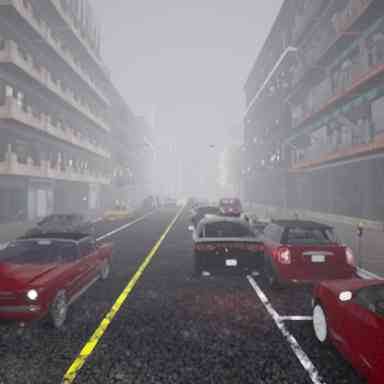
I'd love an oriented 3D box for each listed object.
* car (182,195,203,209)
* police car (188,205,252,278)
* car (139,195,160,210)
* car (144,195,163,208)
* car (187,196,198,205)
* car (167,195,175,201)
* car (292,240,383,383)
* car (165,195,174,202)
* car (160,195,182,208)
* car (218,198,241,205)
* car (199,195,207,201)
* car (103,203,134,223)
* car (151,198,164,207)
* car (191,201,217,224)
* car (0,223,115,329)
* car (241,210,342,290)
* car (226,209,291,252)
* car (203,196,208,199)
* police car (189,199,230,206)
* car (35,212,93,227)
[{"bbox_3d":[0.108,1.531,46.764,2.128,1.511,4.902,0,0,0],"label":"car"},{"bbox_3d":[0.920,1.436,10.315,1.930,1.638,5.238,0,0,0],"label":"police car"},{"bbox_3d":[-5.598,1.477,42.909,1.967,1.590,4.097,0,0,0],"label":"car"},{"bbox_3d":[-5.584,1.356,48.545,2.192,1.841,5.009,0,0,0],"label":"car"},{"bbox_3d":[0.130,1.527,60.754,1.882,1.535,5.008,0,0,0],"label":"car"},{"bbox_3d":[-5.499,1.608,88.000,1.887,1.381,4.507,0,0,0],"label":"car"},{"bbox_3d":[2.697,1.549,3.432,1.887,1.381,4.507,0,0,0],"label":"car"},{"bbox_3d":[-5.512,1.501,82.363,1.967,1.590,4.097,0,0,0],"label":"car"},{"bbox_3d":[-2.994,1.588,48.102,2.033,1.411,5.357,0,0,0],"label":"car"},{"bbox_3d":[2.748,1.340,25.977,2.192,1.841,5.009,0,0,0],"label":"car"},{"bbox_3d":[2.881,1.609,87.977,1.887,1.381,4.507,0,0,0],"label":"car"},{"bbox_3d":[-5.635,1.550,25.829,1.752,1.417,4.829,0,0,0],"label":"car"},{"bbox_3d":[-5.574,1.627,54.182,1.802,1.307,4.206,0,0,0],"label":"car"},{"bbox_3d":[0.881,1.530,26.205,1.837,1.490,4.892,0,0,0],"label":"car"},{"bbox_3d":[-3.087,1.608,7.075,1.895,1.301,4.718,0,0,0],"label":"car"},{"bbox_3d":[2.710,1.450,9.069,1.967,1.590,4.097,0,0,0],"label":"car"},{"bbox_3d":[2.722,1.566,14.704,2.008,1.369,4.403,0,0,0],"label":"car"},{"bbox_3d":[2.857,1.584,76.875,1.752,1.417,4.829,0,0,0],"label":"car"},{"bbox_3d":[0.942,1.445,20.315,1.930,1.638,5.238,0,0,0],"label":"police car"},{"bbox_3d":[-5.659,1.581,14.725,1.947,1.339,4.313,0,0,0],"label":"car"}]
